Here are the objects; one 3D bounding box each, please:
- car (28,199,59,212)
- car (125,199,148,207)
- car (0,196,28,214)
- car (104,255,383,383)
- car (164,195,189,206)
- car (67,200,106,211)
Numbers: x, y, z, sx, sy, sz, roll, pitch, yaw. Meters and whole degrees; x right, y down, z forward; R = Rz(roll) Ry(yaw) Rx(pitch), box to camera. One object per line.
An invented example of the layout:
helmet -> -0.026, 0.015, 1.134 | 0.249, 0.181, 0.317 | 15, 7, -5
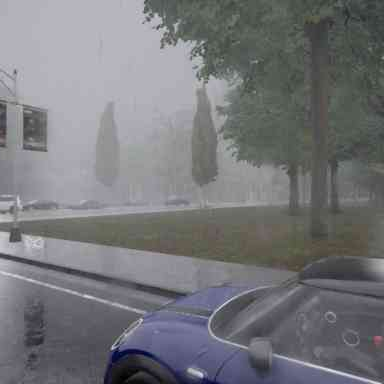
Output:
car -> -19.833, 1.695, 43.090 | 1.882, 1.535, 5.008 | 0, 0, 35
car -> -9.624, 1.890, 57.673 | 1.994, 1.385, 4.181 | 0, 0, 35
car -> -21.133, 1.399, 35.564 | 2.150, 2.045, 5.566 | 0, 0, 34
car -> 1.370, 1.352, 2.711 | 4.553, 1.767, 2.097 | 0, 0, 35
car -> -2.846, 1.603, 61.604 | 2.150, 2.045, 5.566 | 0, -1, 35
car -> -14.278, 1.787, 45.374 | 2.033, 1.411, 5.357 | 0, 0, 35
